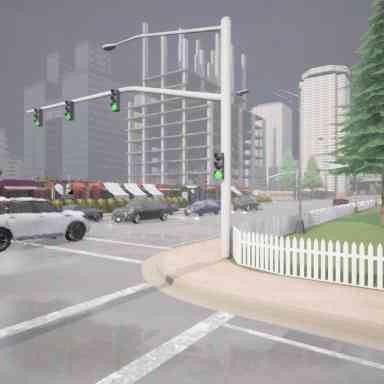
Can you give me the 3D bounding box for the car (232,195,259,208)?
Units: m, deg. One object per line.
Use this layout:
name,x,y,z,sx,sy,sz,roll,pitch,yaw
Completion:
car,7.927,1.352,48.764,2.097,1.767,4.553,0,0,35

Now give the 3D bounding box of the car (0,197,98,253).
car,-7.020,1.221,13.978,2.150,2.045,5.566,0,0,35

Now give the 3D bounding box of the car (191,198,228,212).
car,2.223,1.547,40.411,2.033,1.411,5.357,0,0,34

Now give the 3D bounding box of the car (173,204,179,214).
car,-3.423,1.547,32.076,2.033,1.411,5.357,0,0,34

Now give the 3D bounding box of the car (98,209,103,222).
car,-8.606,1.564,24.422,1.994,1.385,4.181,0,0,34

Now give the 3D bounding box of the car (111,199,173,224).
car,-3.892,1.352,25.140,2.097,1.767,4.553,0,0,34

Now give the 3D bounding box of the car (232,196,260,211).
car,6.696,1.505,40.759,1.837,1.490,4.892,0,0,34

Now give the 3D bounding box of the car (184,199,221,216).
car,1.060,1.526,32.433,1.812,1.442,4.674,0,0,34

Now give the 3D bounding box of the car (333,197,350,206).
car,24.103,1.478,53.649,1.882,1.535,5.008,0,0,34
